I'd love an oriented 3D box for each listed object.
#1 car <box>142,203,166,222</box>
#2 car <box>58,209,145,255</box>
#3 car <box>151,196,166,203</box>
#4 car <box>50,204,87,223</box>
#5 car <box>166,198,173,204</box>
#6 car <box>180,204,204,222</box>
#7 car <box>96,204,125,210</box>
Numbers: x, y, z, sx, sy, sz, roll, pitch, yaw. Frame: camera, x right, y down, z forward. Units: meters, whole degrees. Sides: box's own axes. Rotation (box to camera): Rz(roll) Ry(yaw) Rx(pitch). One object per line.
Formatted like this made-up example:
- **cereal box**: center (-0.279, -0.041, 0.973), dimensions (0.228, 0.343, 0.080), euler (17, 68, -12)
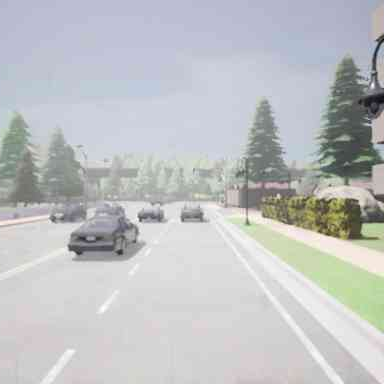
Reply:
- **car**: center (-3.480, 1.878, 29.112), dimensions (1.895, 1.301, 4.718), euler (0, -1, 0)
- **car**: center (-3.490, 1.681, 13.997), dimensions (2.033, 1.411, 5.357), euler (0, -1, 0)
- **car**: center (-6.967, 1.855, 66.812), dimensions (2.150, 2.045, 5.566), euler (0, 0, 0)
- **car**: center (-10.486, 1.766, 28.587), dimensions (2.128, 1.511, 4.902), euler (0, -1, 0)
- **car**: center (-6.702, 2.272, 84.918), dimensions (2.033, 1.411, 5.357), euler (0, -1, -27)
- **car**: center (0.021, 1.772, 29.300), dimensions (2.128, 1.511, 4.902), euler (0, 0, 0)
- **car**: center (-6.986, 1.766, 28.585), dimensions (2.128, 1.511, 4.902), euler (0, -1, 0)
